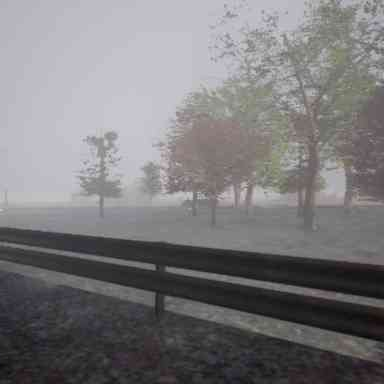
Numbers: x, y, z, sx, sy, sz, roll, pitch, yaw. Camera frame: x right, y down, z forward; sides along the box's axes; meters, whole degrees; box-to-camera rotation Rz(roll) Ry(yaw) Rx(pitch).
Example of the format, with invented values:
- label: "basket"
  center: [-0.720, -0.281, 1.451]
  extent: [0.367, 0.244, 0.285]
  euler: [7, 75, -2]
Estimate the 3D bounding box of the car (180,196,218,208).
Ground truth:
- label: "car"
  center: [0.938, 1.283, 43.277]
  extent: [4.902, 1.511, 2.128]
  euler: [-1, 0, 10]
